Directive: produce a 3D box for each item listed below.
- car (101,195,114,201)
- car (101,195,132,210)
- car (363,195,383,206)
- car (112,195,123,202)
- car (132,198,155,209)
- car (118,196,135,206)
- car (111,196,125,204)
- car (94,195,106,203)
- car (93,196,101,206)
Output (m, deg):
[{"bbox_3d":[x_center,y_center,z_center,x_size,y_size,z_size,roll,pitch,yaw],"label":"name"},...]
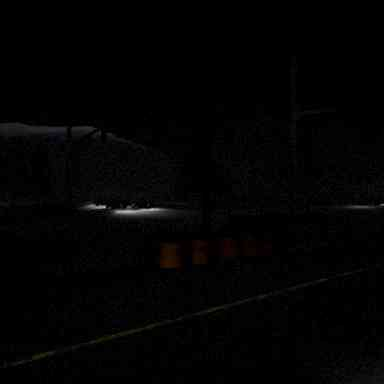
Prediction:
[{"bbox_3d":[-20.274,1.399,79.677,2.033,1.411,5.357,0,0,-3],"label":"car"},{"bbox_3d":[-9.846,1.421,43.063,2.128,1.511,4.902,0,0,-28],"label":"car"},{"bbox_3d":[27.210,1.230,49.095,5.008,1.535,1.882,-1,0,-35],"label":"car"},{"bbox_3d":[-15.878,1.407,71.342,2.128,1.511,4.902,0,0,-11],"label":"car"},{"bbox_3d":[-6.541,1.480,44.322,1.994,1.385,4.181,0,0,-29],"label":"car"},{"bbox_3d":[-10.327,1.435,52.190,1.812,1.442,4.674,0,0,-22],"label":"car"},{"bbox_3d":[-13.614,1.446,61.190,2.033,1.411,5.357,0,0,-18],"label":"car"},{"bbox_3d":[-19.115,1.437,69.399,2.033,1.411,5.357,0,0,-11],"label":"car"},{"bbox_3d":[-13.661,1.487,51.119,1.994,1.385,4.181,0,0,-21],"label":"car"}]
